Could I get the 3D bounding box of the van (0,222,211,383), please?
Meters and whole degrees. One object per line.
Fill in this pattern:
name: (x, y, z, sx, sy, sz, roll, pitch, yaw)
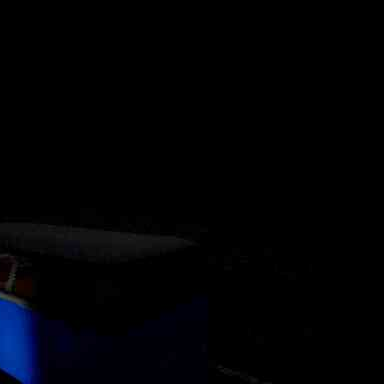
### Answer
van: (-1.698, 1.341, 4.179, 3.998, 1.788, 1.690, 0, 0, 36)
